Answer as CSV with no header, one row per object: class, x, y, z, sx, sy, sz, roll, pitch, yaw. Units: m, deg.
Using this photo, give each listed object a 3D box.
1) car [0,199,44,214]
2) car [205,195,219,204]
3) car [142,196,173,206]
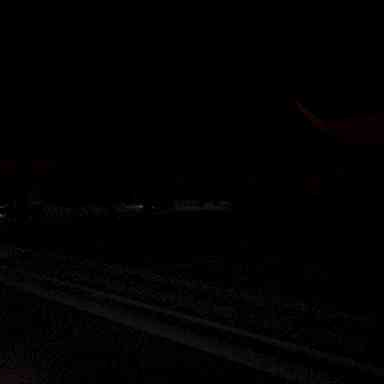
car,-17.113,1.366,33.022,1.812,1.442,4.674,0,0,34
car,3.488,1.354,58.534,1.837,1.490,4.892,0,0,14
car,-5.130,1.385,50.683,2.033,1.411,5.357,0,0,34
